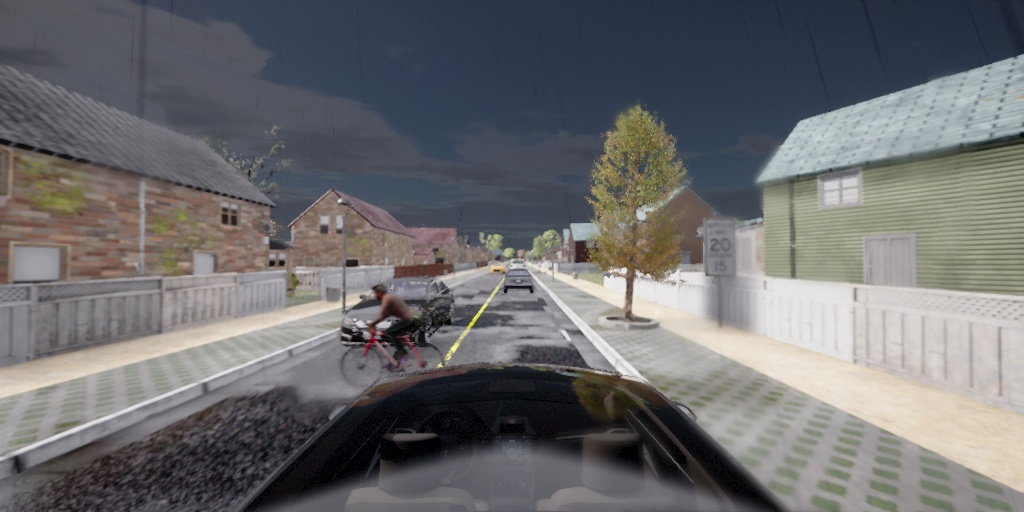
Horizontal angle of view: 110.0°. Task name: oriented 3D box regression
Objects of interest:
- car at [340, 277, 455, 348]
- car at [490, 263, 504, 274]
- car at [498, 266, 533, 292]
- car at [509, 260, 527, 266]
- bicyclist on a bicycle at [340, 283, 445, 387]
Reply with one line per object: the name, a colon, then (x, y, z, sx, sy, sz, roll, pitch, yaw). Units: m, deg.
car: (-2.746, 1.331, 9.601, 2.128, 1.511, 4.902, 0, 0, 1)
car: (-2.048, 1.806, 51.883, 1.882, 1.535, 5.008, 0, -1, 1)
car: (0.419, 1.553, 23.385, 2.033, 1.411, 5.357, 0, -1, 1)
car: (0.808, 1.509, 48.068, 2.150, 2.045, 5.566, 0, -1, 1)
bicyclist on a bicycle: (-1.885, 1.247, 5.609, 1.656, 1.620, 0.582, -2, -1, 1)
